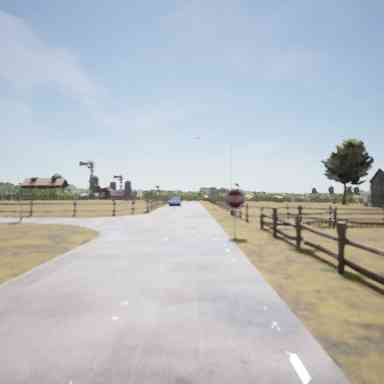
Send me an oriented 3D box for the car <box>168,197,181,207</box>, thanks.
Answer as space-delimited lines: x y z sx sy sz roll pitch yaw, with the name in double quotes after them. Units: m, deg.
-2.759 1.634 53.997 1.882 1.535 5.008 0 1 0 "car"
